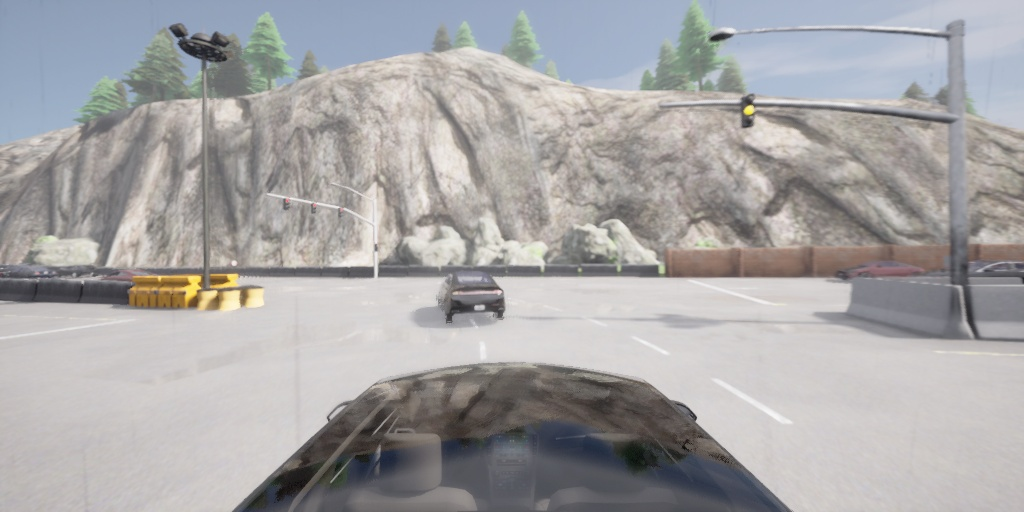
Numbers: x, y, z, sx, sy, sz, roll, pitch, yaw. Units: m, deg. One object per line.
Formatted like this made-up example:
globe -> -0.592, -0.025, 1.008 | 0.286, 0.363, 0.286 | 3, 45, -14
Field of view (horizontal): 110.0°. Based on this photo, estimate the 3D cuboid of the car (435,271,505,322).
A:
car -> -1.564, 1.280, 12.585 | 2.128, 1.511, 4.902 | 0, 0, -15

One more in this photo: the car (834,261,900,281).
car -> 23.659, 0.998, 23.214 | 4.181, 1.385, 1.994 | -1, 0, 14

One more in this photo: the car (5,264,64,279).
car -> -50.907, 1.793, 37.916 | 5.357, 1.411, 2.033 | 0, 0, 14

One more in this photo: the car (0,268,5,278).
car -> -52.190, 1.853, 34.630 | 4.718, 1.301, 1.895 | 0, 0, 14

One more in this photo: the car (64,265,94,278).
car -> -50.052, 1.744, 41.310 | 4.892, 1.490, 1.837 | 0, 0, 14

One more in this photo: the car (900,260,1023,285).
car -> 21.846, 0.941, 16.455 | 4.902, 1.511, 2.128 | -1, 0, 14

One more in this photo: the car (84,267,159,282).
car -> -26.403, 1.645, 24.639 | 4.674, 1.442, 1.812 | -1, 0, 14
